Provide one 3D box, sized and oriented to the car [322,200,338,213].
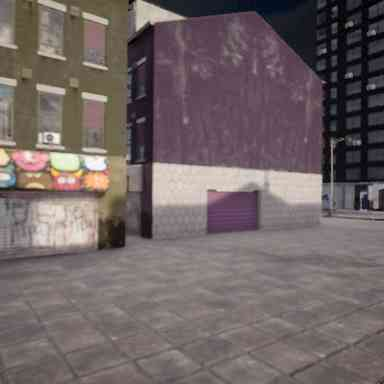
[{"bbox_3d":[14.857,1.652,39.736,2.128,1.511,4.902,1,0,-36],"label":"car"}]
